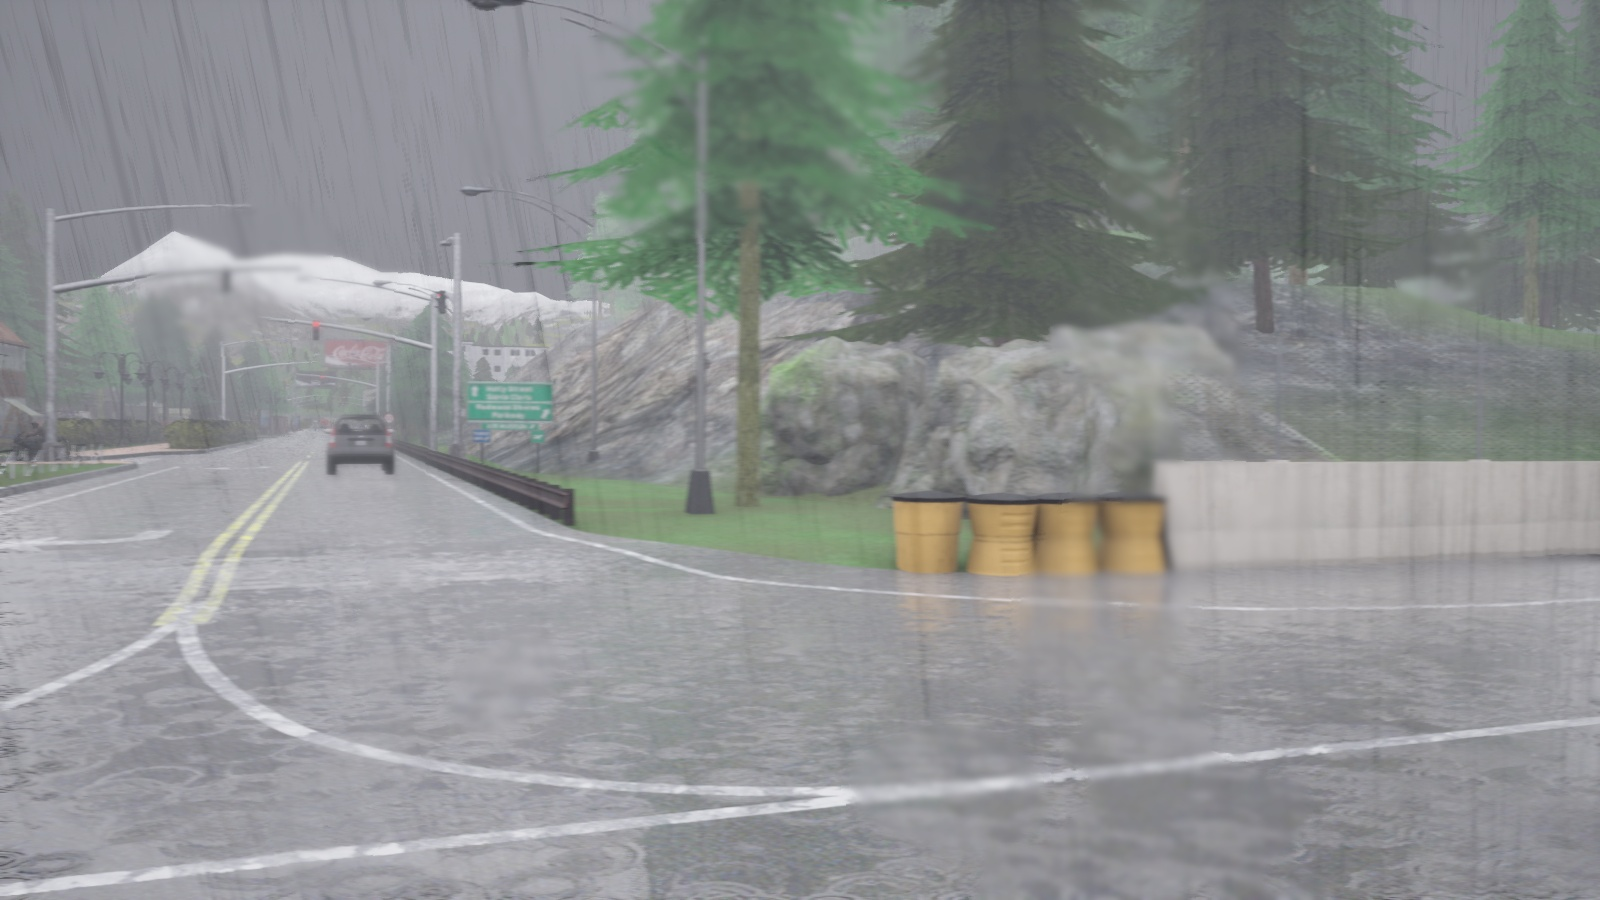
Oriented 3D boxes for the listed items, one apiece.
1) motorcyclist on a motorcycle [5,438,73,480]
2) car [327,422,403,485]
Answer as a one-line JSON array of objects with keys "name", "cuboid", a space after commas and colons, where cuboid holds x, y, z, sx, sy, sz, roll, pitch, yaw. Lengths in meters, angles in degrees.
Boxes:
[{"name": "motorcyclist on a motorcycle", "cuboid": [-28.387, 0.325, 46.858, 2.044, 1.523, 0.797, -1, 0, -23]}, {"name": "car", "cuboid": [-11.990, 0.062, 34.530, 1.851, 1.617, 3.988, -1, 1, -20]}]
